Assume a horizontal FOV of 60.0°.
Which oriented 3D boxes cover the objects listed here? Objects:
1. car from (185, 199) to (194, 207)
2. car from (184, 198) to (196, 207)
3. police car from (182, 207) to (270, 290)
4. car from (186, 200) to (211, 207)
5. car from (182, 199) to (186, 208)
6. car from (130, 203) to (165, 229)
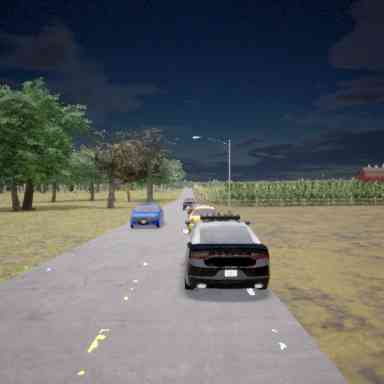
[{"bbox_3d":[0.650,1.537,25.155,1.882,1.535,5.008,0,0,0],"label":"car"},{"bbox_3d":[-0.421,1.879,60.017,2.033,1.411,5.357,0,0,0],"label":"car"},{"bbox_3d":[0.762,1.430,9.259,1.930,1.638,5.238,0,0,0],"label":"police car"},{"bbox_3d":[0.691,1.488,19.341,1.801,1.575,5.366,0,0,0],"label":"car"},{"bbox_3d":[-0.313,1.723,46.193,1.837,1.490,4.892,0,-1,0],"label":"car"},{"bbox_3d":[-2.904,1.522,22.363,1.882,1.535,5.008,0,0,0],"label":"car"}]
